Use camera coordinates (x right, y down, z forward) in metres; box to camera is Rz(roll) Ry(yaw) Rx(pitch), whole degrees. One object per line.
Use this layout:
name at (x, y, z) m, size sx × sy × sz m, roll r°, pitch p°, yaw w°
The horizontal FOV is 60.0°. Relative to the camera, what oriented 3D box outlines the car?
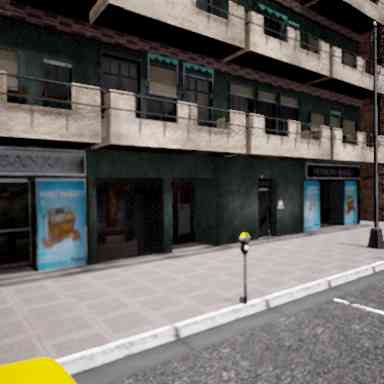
car at (-2.642, 1.556, 0.991) m, size 4.829 × 1.417 × 1.752 m, roll -2°, pitch 1°, yaw -36°
